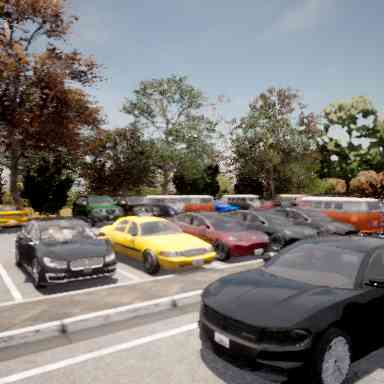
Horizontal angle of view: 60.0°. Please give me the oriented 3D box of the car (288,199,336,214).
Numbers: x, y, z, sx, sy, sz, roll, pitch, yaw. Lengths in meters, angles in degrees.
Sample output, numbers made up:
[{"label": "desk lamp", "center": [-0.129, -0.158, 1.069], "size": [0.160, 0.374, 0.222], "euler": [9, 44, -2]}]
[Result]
[{"label": "car", "center": [13.596, 1.582, 37.850], "size": [2.163, 1.488, 4.792], "euler": [1, 0, -35]}]

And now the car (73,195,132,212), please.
[{"label": "car", "center": [-6.720, 1.248, 23.416], "size": [2.435, 2.045, 5.566], "euler": [0, 0, -35]}]

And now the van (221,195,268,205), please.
[{"label": "van", "center": [4.630, 1.272, 31.381], "size": [1.878, 1.987, 4.442], "euler": [0, 0, -36]}]

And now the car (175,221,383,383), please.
[{"label": "car", "center": [2.386, 1.478, 5.388], "size": [5.008, 1.535, 1.882], "euler": [0, 0, -36]}]

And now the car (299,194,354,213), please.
[{"label": "car", "center": [15.823, 1.325, 39.502], "size": [2.435, 2.045, 5.566], "euler": [1, 0, -35]}]

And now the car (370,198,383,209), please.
[{"label": "car", "center": [29.288, 1.714, 49.028], "size": [2.097, 1.535, 5.008], "euler": [1, 0, -35]}]

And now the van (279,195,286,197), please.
[{"label": "van", "center": [11.155, 1.305, 36.293], "size": [1.878, 1.987, 4.442], "euler": [0, 0, -35]}]

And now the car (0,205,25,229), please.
[{"label": "car", "center": [-11.250, 1.501, 20.225], "size": [2.097, 1.535, 5.008], "euler": [0, 0, -35]}]

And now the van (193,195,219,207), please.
[{"label": "van", "center": [-0.029, 1.271, 28.347], "size": [1.878, 1.987, 4.442], "euler": [0, 0, -35]}]

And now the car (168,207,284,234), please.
[{"label": "car", "center": [0.782, 1.530, 12.700], "size": [2.163, 1.488, 4.792], "euler": [0, 0, -35]}]

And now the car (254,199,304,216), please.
[{"label": "car", "center": [8.945, 1.543, 34.616], "size": [2.163, 1.488, 4.792], "euler": [0, 0, -35]}]

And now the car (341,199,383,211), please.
[{"label": "car", "center": [22.613, 1.686, 44.287], "size": [2.002, 1.452, 4.674], "euler": [1, 0, -35]}]

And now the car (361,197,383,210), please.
[{"label": "car", "center": [27.009, 1.566, 47.453], "size": [2.185, 1.767, 4.553], "euler": [1, 0, -35]}]

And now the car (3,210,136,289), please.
[{"label": "car", "center": [-3.765, 1.503, 9.513], "size": [2.231, 1.521, 4.892], "euler": [0, 0, -35]}]

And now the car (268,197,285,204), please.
[{"label": "car", "center": [6.794, 1.533, 33.087], "size": [2.163, 1.488, 4.792], "euler": [0, 0, -35]}]

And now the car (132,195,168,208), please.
[{"label": "car", "center": [-4.462, 1.247, 25.020], "size": [2.435, 2.045, 5.566], "euler": [0, 0, -35]}]

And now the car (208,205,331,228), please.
[{"label": "car", "center": [3.045, 1.529, 14.308], "size": [2.163, 1.488, 4.792], "euler": [0, 0, -35]}]

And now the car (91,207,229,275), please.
[{"label": "car", "center": [-1.391, 1.498, 10.964], "size": [1.946, 1.575, 5.366], "euler": [0, 0, -35]}]

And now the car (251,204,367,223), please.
[{"label": "car", "center": [5.308, 1.528, 15.916], "size": [2.163, 1.488, 4.792], "euler": [0, 0, -35]}]

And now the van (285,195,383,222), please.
[{"label": "van", "center": [7.487, 1.272, 17.642], "size": [1.878, 1.987, 4.442], "euler": [0, 0, -35]}]

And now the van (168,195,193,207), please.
[{"label": "van", "center": [-2.153, 1.272, 26.552], "size": [1.878, 1.987, 4.442], "euler": [0, 0, -35]}]

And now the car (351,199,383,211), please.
[{"label": "car", "center": [24.886, 1.699, 45.870], "size": [2.163, 1.488, 4.792], "euler": [1, 0, -35]}]

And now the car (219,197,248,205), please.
[{"label": "car", "center": [2.293, 1.496, 29.860], "size": [2.097, 1.535, 5.008], "euler": [0, 0, -35]}]
